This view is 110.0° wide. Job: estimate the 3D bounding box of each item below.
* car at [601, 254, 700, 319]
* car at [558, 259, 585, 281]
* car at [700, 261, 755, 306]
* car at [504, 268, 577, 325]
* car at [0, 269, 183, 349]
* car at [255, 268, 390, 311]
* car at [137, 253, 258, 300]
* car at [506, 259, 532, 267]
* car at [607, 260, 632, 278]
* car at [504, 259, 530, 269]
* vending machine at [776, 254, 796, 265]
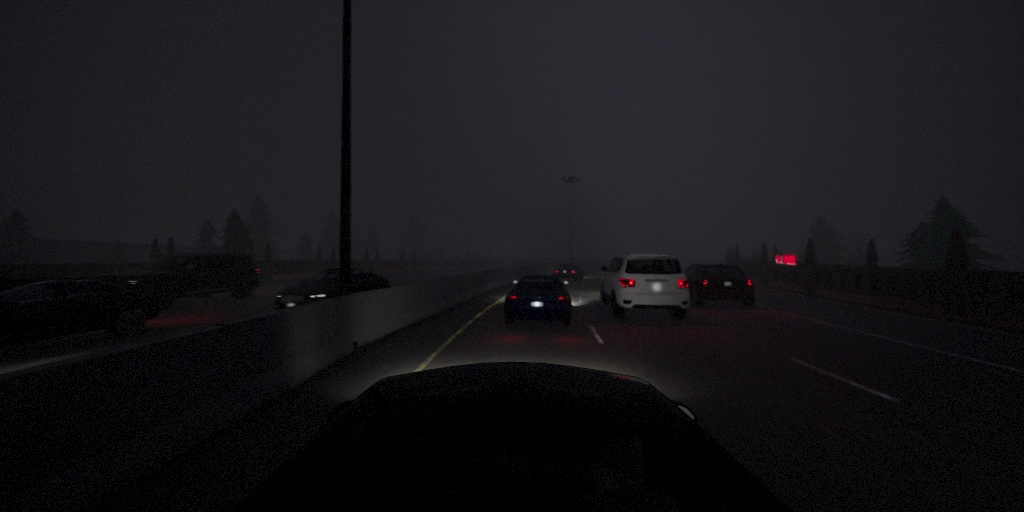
[{"bbox_3d":[4.552,0.947,13.013,2.150,2.045,5.566,0,0,8],"label":"car"},{"bbox_3d":[4.723,1.220,29.202,2.033,1.411,5.357,0,0,18],"label":"car"},{"bbox_3d":[8.598,1.076,15.769,2.097,1.767,4.553,0,0,10],"label":"car"},{"bbox_3d":[0.925,1.284,11.826,1.994,1.385,4.181,0,0,7],"label":"car"},{"bbox_3d":[-10.216,1.188,7.352,2.128,1.511,4.902,0,0,4],"label":"car"},{"bbox_3d":[-6.179,1.188,12.932,2.128,1.511,4.902,0,0,7],"label":"car"},{"bbox_3d":[-13.081,0.895,14.460,2.150,2.045,5.566,0,0,8],"label":"car"},{"bbox_3d":[1.022,1.143,47.649,1.837,1.490,4.892,0,0,27],"label":"car"},{"bbox_3d":[10.232,1.166,33.865,1.837,1.490,4.892,0,0,22],"label":"car"},{"bbox_3d":[0.813,1.158,54.488,1.812,1.442,4.674,0,0,31],"label":"car"},{"bbox_3d":[18.617,0.891,24.376,1.100,2.100,0.880,0,0,18],"label":"vending machine"}]
